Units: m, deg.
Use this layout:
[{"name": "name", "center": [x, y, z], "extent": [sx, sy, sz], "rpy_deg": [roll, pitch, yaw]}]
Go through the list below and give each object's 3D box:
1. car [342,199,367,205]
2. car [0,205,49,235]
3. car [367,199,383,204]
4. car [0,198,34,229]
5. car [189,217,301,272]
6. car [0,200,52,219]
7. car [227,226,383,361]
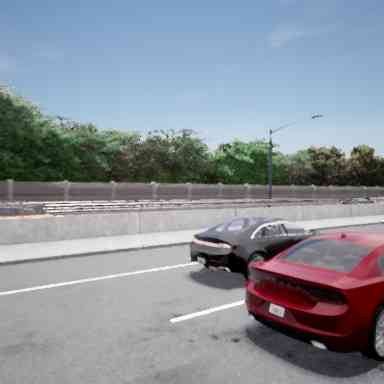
[{"name": "car", "center": [22.095, 1.607, 44.477], "extent": [4.718, 1.301, 1.895], "rpy_deg": [0, 0, -33]}, {"name": "car", "center": [-10.751, 1.534, 17.808], "extent": [5.357, 1.411, 2.033], "rpy_deg": [0, 0, -35]}, {"name": "car", "center": [24.466, 1.540, 41.844], "extent": [4.674, 1.442, 1.812], "rpy_deg": [1, 0, -33]}, {"name": "car", "center": [-12.546, 1.336, 20.821], "extent": [4.553, 1.767, 2.097], "rpy_deg": [0, 0, -35]}, {"name": "car", "center": [2.214, 1.470, 9.574], "extent": [4.902, 1.511, 2.128], "rpy_deg": [0, 0, -35]}, {"name": "car", "center": [-8.639, 1.340, 15.007], "extent": [4.553, 1.767, 2.097], "rpy_deg": [0, 0, -35]}, {"name": "car", "center": [3.183, 1.461, 5.977], "extent": [5.008, 1.535, 1.882], "rpy_deg": [0, 0, -35]}]
